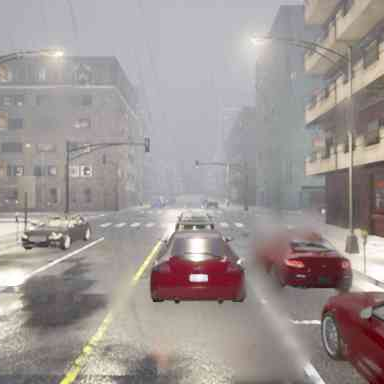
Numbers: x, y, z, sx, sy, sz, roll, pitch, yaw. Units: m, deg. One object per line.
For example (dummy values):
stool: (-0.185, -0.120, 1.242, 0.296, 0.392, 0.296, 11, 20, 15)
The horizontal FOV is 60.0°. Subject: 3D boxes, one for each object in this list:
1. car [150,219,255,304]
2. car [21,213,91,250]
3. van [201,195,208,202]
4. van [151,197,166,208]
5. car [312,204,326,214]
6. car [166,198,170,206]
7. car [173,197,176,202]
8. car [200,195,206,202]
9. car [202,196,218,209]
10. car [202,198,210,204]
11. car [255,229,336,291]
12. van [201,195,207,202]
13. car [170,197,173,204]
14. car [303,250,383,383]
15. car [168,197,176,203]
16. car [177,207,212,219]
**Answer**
car: (0.120, 1.607, 8.300, 1.994, 1.385, 4.181, 0, 0, 0)
car: (-5.743, 1.625, 14.529, 2.008, 1.369, 4.403, 1, 0, 0)
van: (3.247, 1.768, 86.495, 1.690, 1.788, 3.998, 1, 0, 0)
van: (-5.487, 1.604, 52.575, 1.690, 1.788, 3.998, 1, 0, 0)
car: (15.615, 1.696, 36.646, 4.507, 1.381, 1.887, 0, -1, 1)
car: (-5.369, 1.856, 58.236, 1.947, 1.339, 4.313, 1, 0, 0)
car: (-5.229, 1.939, 75.248, 1.947, 1.339, 4.313, 1, 0, 0)
car: (3.104, 1.895, 69.484, 2.008, 1.369, 4.403, 1, 0, 0)
car: (3.058, 1.804, 50.896, 2.008, 1.369, 4.403, 1, 0, 0)
car: (3.150, 1.954, 75.154, 1.802, 1.307, 4.206, 1, 0, 0)
car: (2.683, 1.627, 8.775, 1.802, 1.307, 4.206, 1, 0, 0)
van: (3.294, 1.796, 92.165, 1.690, 1.788, 3.998, 1, 0, 0)
car: (-5.320, 1.758, 63.907, 1.967, 1.590, 4.097, 1, 0, 0)
car: (2.673, 1.599, 3.104, 1.802, 1.307, 4.206, 1, 0, 0)
car: (-5.135, 1.973, 86.588, 1.887, 1.381, 4.507, 1, 0, 0)
car: (0.138, 1.691, 17.790, 1.895, 1.301, 4.718, 0, 0, 0)
